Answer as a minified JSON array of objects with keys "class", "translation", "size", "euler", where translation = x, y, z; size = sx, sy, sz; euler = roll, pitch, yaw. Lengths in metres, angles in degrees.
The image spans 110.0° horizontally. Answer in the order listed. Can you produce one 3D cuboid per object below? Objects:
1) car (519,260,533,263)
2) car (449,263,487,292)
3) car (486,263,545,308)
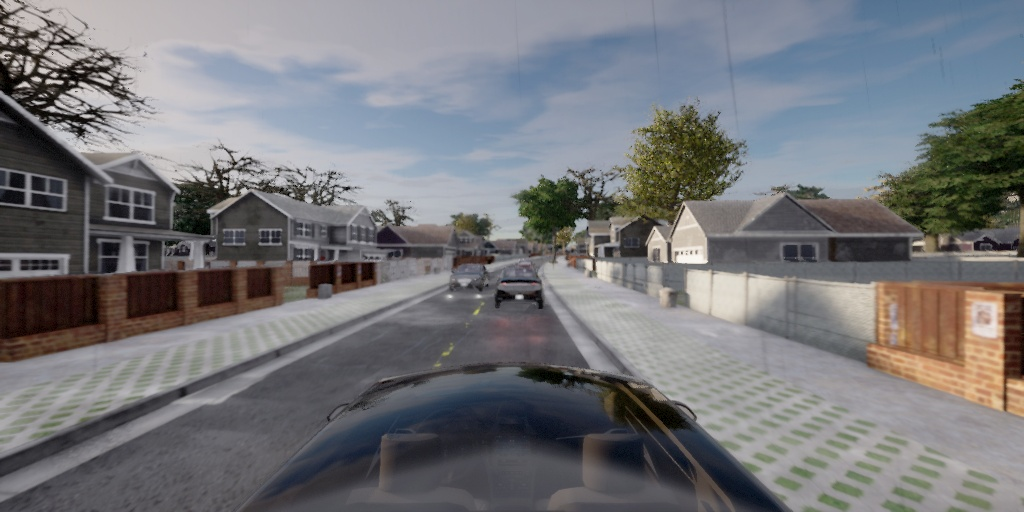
[{"class":"car","translation":[1.331,1.128,35.543],"size":[1.812,1.442,4.674],"euler":[0,0,4]},{"class":"car","translation":[-2.360,1.196,20.844],"size":[2.128,1.511,4.902],"euler":[0,0,2]},{"class":"car","translation":[0.324,1.202,14.874],"size":[2.128,1.511,4.902],"euler":[0,0,2]}]
